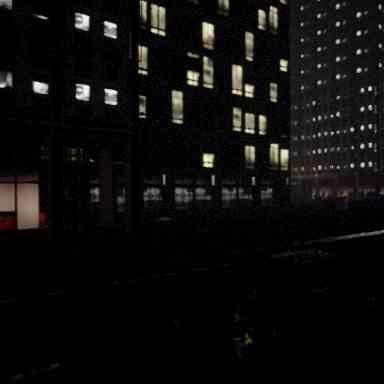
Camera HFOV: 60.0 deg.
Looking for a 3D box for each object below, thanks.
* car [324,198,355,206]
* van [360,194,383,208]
[{"bbox_3d":[22.041,1.423,49.907,1.887,1.381,4.507,0,0,-34],"label":"car"},{"bbox_3d":[25.218,1.245,45.369,1.690,1.788,3.998,0,0,-34],"label":"van"}]
